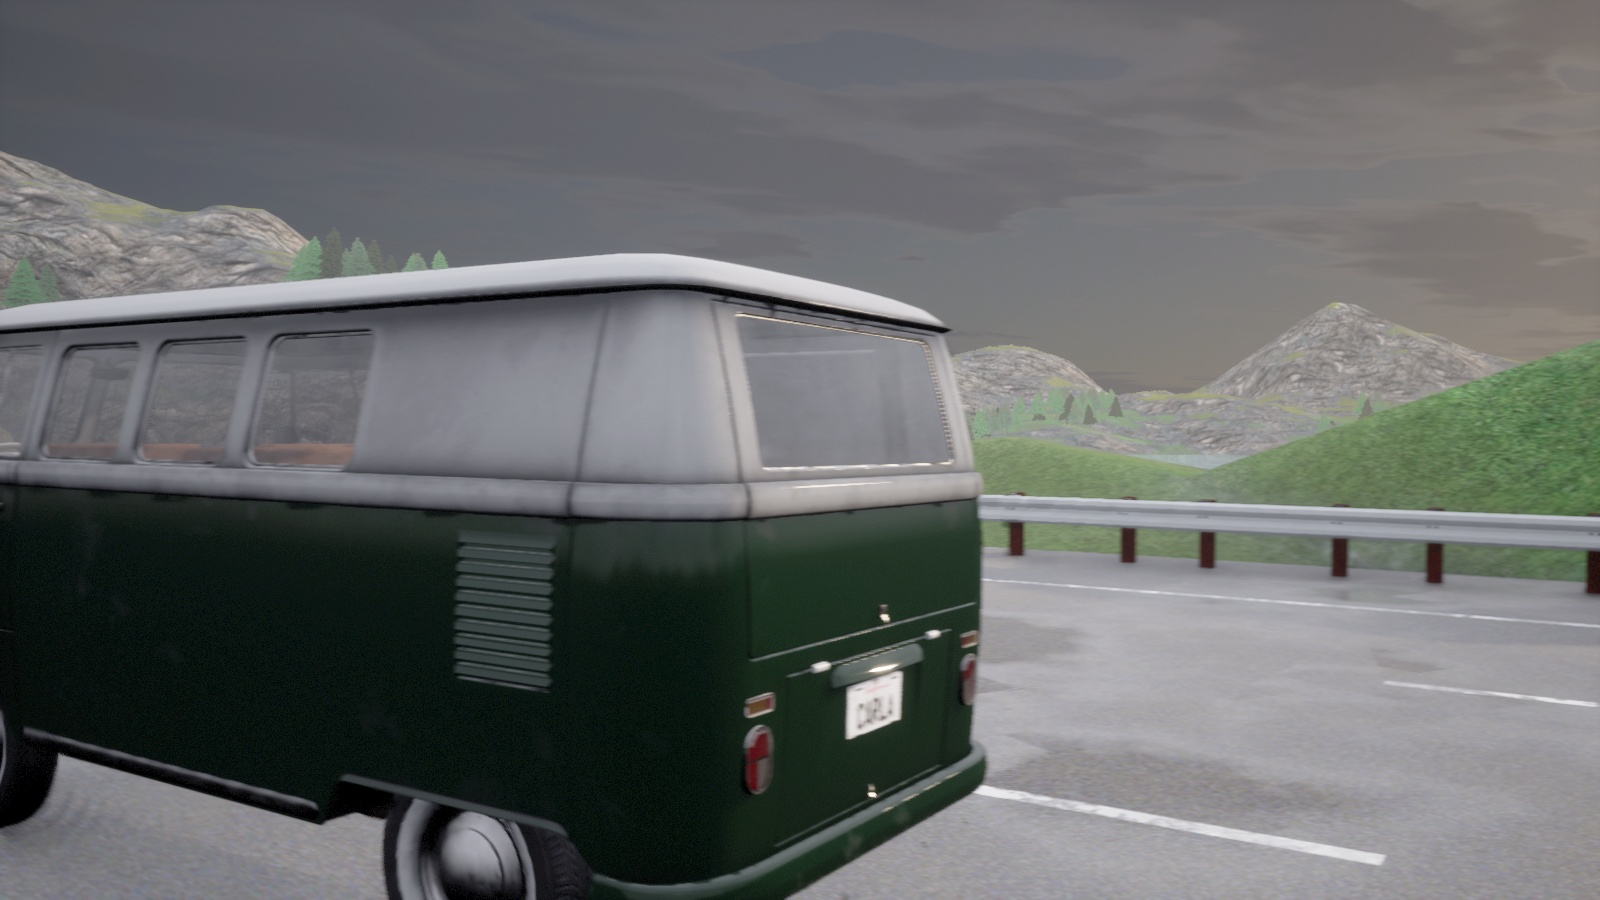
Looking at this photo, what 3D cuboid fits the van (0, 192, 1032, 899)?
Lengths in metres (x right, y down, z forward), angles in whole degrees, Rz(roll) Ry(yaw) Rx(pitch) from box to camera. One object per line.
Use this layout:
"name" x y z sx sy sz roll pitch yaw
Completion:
"van" -1.587 0.435 4.605 4.442 1.987 1.775 0 1 32
